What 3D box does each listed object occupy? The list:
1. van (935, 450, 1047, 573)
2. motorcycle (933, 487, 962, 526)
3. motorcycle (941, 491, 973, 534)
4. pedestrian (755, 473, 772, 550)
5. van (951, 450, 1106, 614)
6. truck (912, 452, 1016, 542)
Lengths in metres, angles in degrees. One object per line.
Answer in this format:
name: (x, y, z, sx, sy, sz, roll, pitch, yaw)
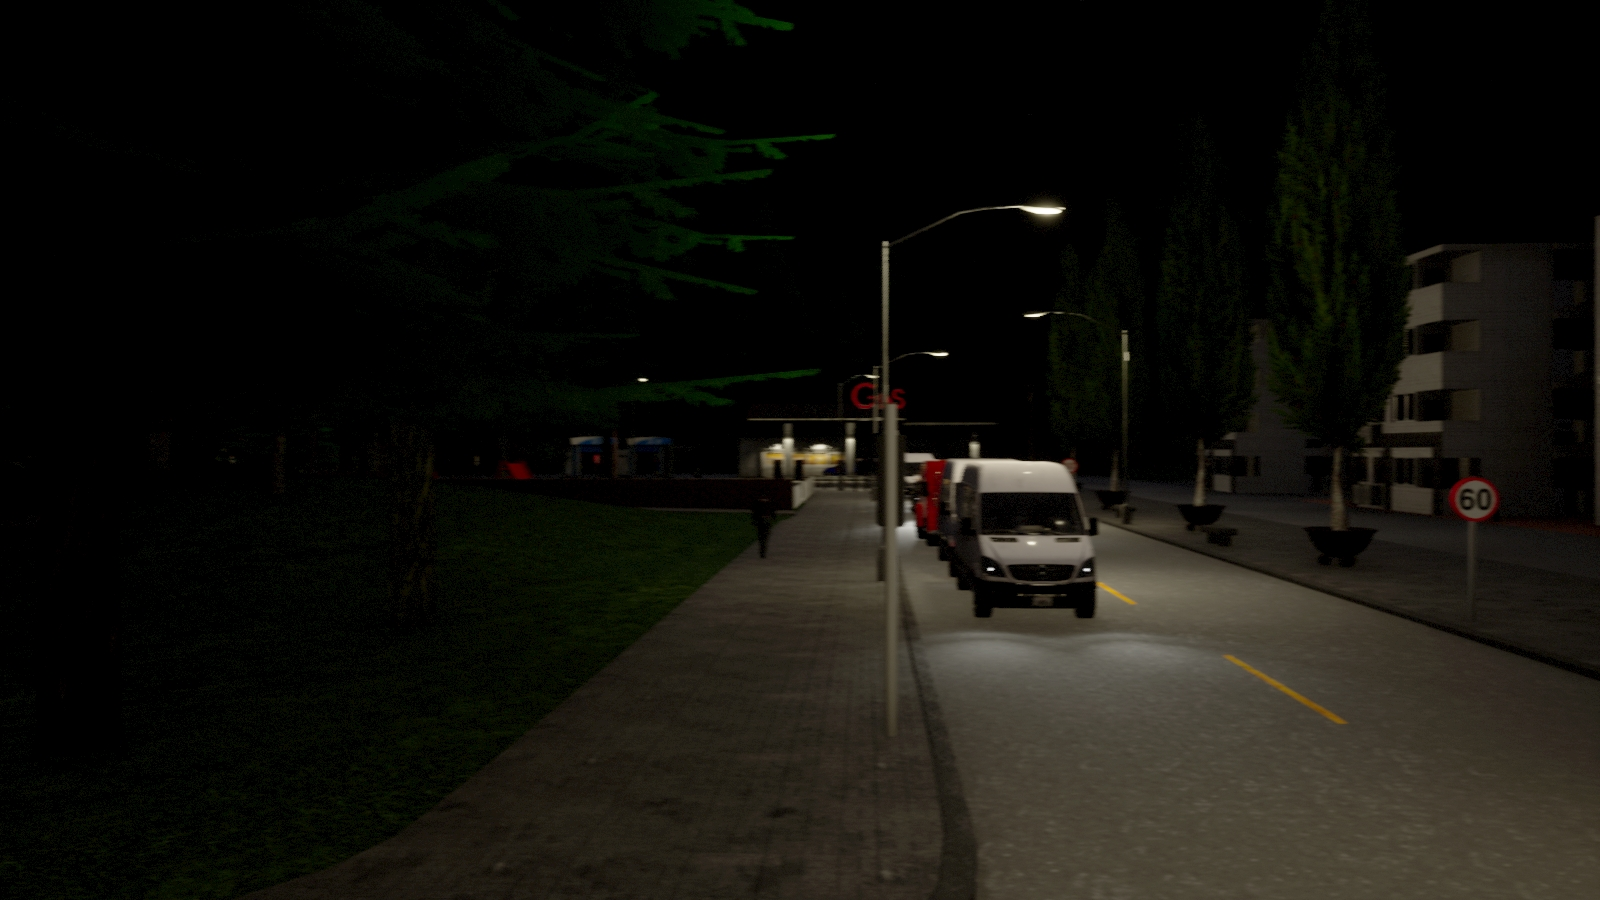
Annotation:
van: (4.337, 1.285, 26.862, 1.988, 2.561, 5.915, 0, 0, 3)
motorcycle: (5.117, 1.943, 39.779, 0.867, 1.251, 2.209, 0, 0, 3)
motorcycle: (4.890, 1.924, 35.695, 0.856, 1.236, 1.805, 0, 0, 3)
pedestrian: (-0.887, 1.499, 27.961, 0.375, 1.860, 0.375, 0, 0, 3)
van: (3.982, 1.291, 20.935, 1.988, 2.561, 5.915, 0, 0, 3)
truck: (4.779, 1.311, 34.152, 2.627, 2.467, 5.204, 0, 0, 3)
